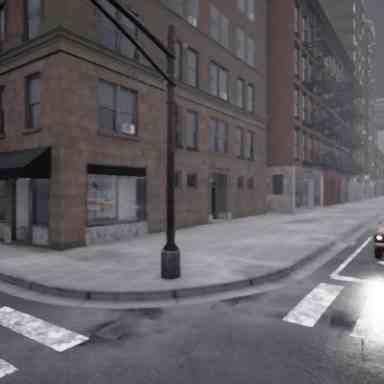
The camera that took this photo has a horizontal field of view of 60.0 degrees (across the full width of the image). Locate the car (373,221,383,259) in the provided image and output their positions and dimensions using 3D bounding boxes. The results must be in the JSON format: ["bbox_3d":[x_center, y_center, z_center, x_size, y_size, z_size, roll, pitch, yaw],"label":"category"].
[{"bbox_3d":[7.253,1.378,10.997,1.895,1.301,4.718,0,1,35],"label":"car"}]
